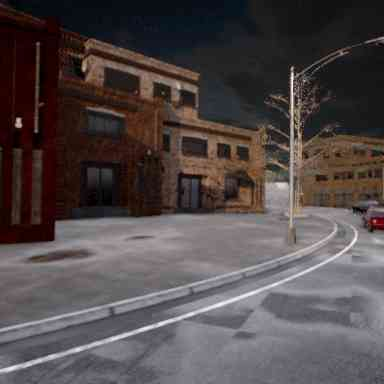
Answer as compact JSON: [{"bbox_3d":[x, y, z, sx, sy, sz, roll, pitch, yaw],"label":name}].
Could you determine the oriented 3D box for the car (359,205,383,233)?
[{"bbox_3d":[11.519,1.690,20.046,1.895,1.301,4.718,0,0,22],"label":"car"}]

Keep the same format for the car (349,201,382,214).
[{"bbox_3d":[18.162,1.645,34.674,2.128,1.511,4.902,1,0,2],"label":"car"}]
